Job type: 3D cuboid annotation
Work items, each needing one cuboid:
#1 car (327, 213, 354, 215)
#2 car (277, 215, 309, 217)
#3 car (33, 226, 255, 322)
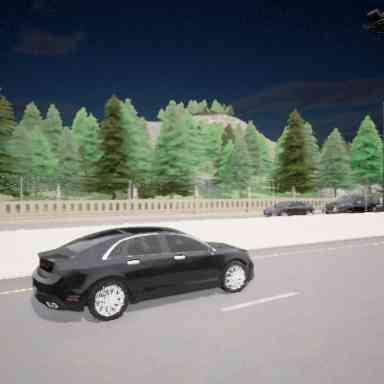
[{"bbox_3d":[13.185,1.276,27.284,5.566,2.045,2.150,0,0,-27],"label":"car"},{"bbox_3d":[8.391,1.545,28.735,4.892,1.490,1.837,0,0,-27],"label":"car"},{"bbox_3d":[-0.763,1.506,7.265,4.892,1.490,1.837,0,0,-34],"label":"car"}]
